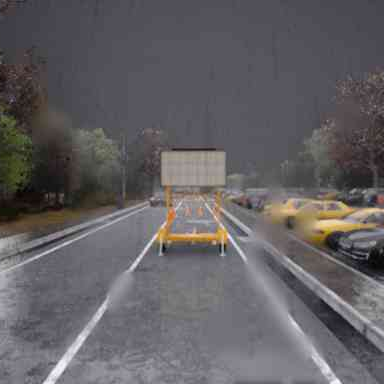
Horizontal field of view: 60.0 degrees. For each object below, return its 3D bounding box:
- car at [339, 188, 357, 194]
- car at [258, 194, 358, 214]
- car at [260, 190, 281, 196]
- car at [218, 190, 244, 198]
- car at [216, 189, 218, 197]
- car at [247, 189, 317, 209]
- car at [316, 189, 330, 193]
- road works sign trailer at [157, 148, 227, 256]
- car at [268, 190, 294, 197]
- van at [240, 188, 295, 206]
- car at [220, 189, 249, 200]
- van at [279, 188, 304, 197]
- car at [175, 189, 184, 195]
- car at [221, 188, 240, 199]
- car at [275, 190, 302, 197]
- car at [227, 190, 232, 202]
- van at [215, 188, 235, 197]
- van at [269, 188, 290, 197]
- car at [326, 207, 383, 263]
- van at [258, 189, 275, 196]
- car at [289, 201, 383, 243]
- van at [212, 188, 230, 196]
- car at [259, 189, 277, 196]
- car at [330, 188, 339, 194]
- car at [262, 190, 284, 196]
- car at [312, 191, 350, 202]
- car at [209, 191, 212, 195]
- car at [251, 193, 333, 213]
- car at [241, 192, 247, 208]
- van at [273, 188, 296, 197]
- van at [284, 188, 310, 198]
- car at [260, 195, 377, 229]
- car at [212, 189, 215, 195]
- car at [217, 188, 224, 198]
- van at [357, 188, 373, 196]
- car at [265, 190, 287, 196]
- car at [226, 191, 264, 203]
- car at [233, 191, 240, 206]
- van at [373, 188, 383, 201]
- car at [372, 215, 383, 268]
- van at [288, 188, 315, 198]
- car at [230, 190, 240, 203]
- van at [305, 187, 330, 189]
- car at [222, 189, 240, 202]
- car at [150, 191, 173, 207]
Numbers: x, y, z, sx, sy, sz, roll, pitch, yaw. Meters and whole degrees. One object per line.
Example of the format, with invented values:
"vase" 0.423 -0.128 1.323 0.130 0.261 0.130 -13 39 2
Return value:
"car" 20.154 0.541 37.295 5.566 2.045 2.435 0 1 0
"car" 7.159 1.077 20.838 5.366 1.575 1.946 0 1 0
"car" 20.566 0.297 87.263 5.008 1.535 2.097 0 0 0
"car" 7.301 0.440 62.469 4.674 1.452 2.002 0 1 0
"car" 7.271 0.444 59.692 5.008 1.535 2.097 0 1 0
"car" 7.048 0.849 26.383 4.553 1.767 2.185 0 1 0
"car" 20.241 0.660 45.609 5.008 1.535 2.097 0 1 0
"road works sign trailer" 0.059 0.226 12.032 2.380 3.560 2.880 0 1 3
"car" 20.299 0.291 76.057 5.366 1.575 1.946 0 0 0
"van" 7.177 0.658 31.930 4.442 1.987 1.878 0 1 0
"car" 7.223 0.363 56.915 4.553 1.767 2.185 0 1 0
"van" 20.304 0.082 67.898 4.442 1.987 1.878 0 0 0
"car" -2.909 0.034 76.836 1.882 1.535 5.008 0 0 0
"car" 7.184 0.621 48.589 4.892 1.521 2.231 0 1 0
"car" 20.446 0.292 70.518 5.008 1.535 2.097 0 0 0
"car" 7.096 0.781 40.263 4.792 1.488 2.163 0 1 0
"van" 7.268 0.073 73.553 4.442 1.987 1.878 0 0 0
"van" 20.623 0.069 78.827 4.442 1.987 1.878 0 0 0
"car" 6.894 1.346 9.742 4.892 1.521 2.231 0 1 0
"van" 20.730 0.072 92.677 4.442 1.987 1.878 0 0 0
"car" 6.723 1.273 12.518 5.366 1.575 1.946 0 1 0
"van" 7.609 0.076 87.432 4.442 1.987 1.878 0 0 0
"car" 20.560 0.172 89.909 4.553 1.767 2.185 0 0 0
"car" 20.176 0.497 40.065 5.566 2.045 2.435 0 1 0
"car" 20.544 0.296 84.368 5.008 1.535 2.097 0 0 0
"car" 20.272 0.654 48.504 4.674 1.452 2.002 0 1 0
"car" 7.476 0.301 84.656 5.008 1.535 2.097 0 0 0
"car" 6.989 1.025 23.607 4.892 1.521 2.231 0 1 0
"car" 7.068 0.957 29.159 4.792 1.488 2.163 0 1 0
"van" 20.345 0.068 73.289 4.442 1.987 1.878 0 0 0
"van" 20.514 0.127 64.993 4.442 1.987 1.878 0 1 0
"car" 6.768 1.137 18.189 5.366 1.575 1.946 0 1 0
"car" 7.369 0.061 68.015 5.566 2.045 2.435 0 1 0
"car" 7.026 0.573 51.366 5.366 1.575 1.946 0 1 0
"van" 20.044 0.610 34.527 4.442 1.987 1.878 0 1 0
"car" 20.521 0.296 81.597 4.892 1.521 2.231 0 0 0
"car" 7.175 0.665 45.813 4.892 1.521 2.231 0 1 0
"car" 7.053 0.869 34.711 4.792 1.488 2.163 0 1 0
"van" 20.255 0.654 31.755 4.442 1.987 1.878 0 1 0
"car" 7.051 1.409 6.965 5.366 1.575 1.946 0 1 0
"van" 20.494 0.169 62.348 4.442 1.987 1.878 0 1 0
"car" 7.074 0.825 37.487 4.792 1.488 2.163 0 1 0
"van" 20.407 0.345 51.269 4.442 1.987 1.878 0 1 0
"car" 6.961 0.705 43.039 5.366 1.575 1.946 0 1 0
"car" -3.255 0.682 35.998 2.097 1.767 4.553 0 1 0
